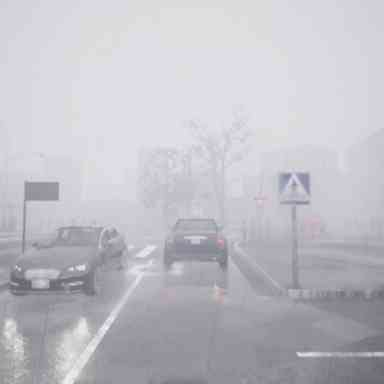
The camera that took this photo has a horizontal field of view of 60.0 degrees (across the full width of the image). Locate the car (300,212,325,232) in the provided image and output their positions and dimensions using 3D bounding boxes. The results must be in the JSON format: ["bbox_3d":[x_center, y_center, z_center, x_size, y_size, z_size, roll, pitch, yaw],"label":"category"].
[{"bbox_3d":[11.250,2.805,31.160,2.097,1.767,4.553,-2,-4,21],"label":"car"}]

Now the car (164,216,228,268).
[{"bbox_3d":[0.190,1.666,12.574,2.097,1.767,4.553,0,-2,2],"label":"car"}]

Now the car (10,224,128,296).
[{"bbox_3d":[-3.048,1.680,9.199,2.128,1.511,4.902,0,-2,0],"label":"car"}]
